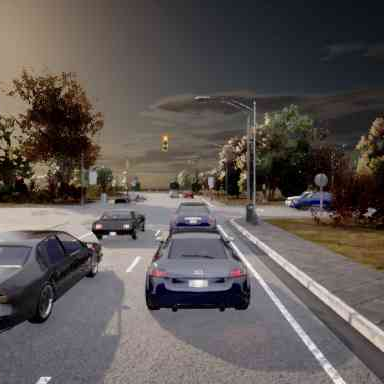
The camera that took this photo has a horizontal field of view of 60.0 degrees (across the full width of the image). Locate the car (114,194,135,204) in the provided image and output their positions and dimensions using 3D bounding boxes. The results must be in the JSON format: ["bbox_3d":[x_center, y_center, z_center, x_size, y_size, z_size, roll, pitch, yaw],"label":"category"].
[{"bbox_3d":[-10.789,1.269,52.201,1.895,1.301,4.718,0,0,0],"label":"car"}]

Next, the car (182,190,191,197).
[{"bbox_3d":[-1.589,0.393,94.123,2.097,1.767,4.553,0,1,-7],"label":"car"}]

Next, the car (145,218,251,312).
[{"bbox_3d":[0.081,1.541,7.755,1.994,1.385,4.181,0,0,-1],"label":"car"}]

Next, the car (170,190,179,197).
[{"bbox_3d":[-4.320,0.886,84.154,1.994,1.385,4.181,0,1,-4],"label":"car"}]

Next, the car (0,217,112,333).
[{"bbox_3d":[-3.417,1.528,7.067,2.033,1.411,5.357,0,0,-1],"label":"car"}]

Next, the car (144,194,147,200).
[{"bbox_3d":[-10.842,1.095,71.260,1.895,1.301,4.718,0,1,-1],"label":"car"}]

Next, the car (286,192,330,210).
[{"bbox_3d":[14.021,0.993,37.455,5.566,2.045,2.150,0,0,-3],"label":"car"}]

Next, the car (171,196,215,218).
[{"bbox_3d":[0.044,1.271,16.389,2.097,1.767,4.553,0,0,0],"label":"car"}]

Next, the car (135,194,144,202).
[{"bbox_3d":[-10.800,1.089,61.303,2.128,1.511,4.902,0,0,0],"label":"car"}]

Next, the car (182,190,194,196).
[{"bbox_3d":[-0.772,0.566,83.475,2.150,2.045,5.566,0,1,-4],"label":"car"}]

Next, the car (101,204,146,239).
[{"bbox_3d":[-3.477,1.518,16.711,1.895,1.301,4.718,0,0,-1],"label":"car"}]
